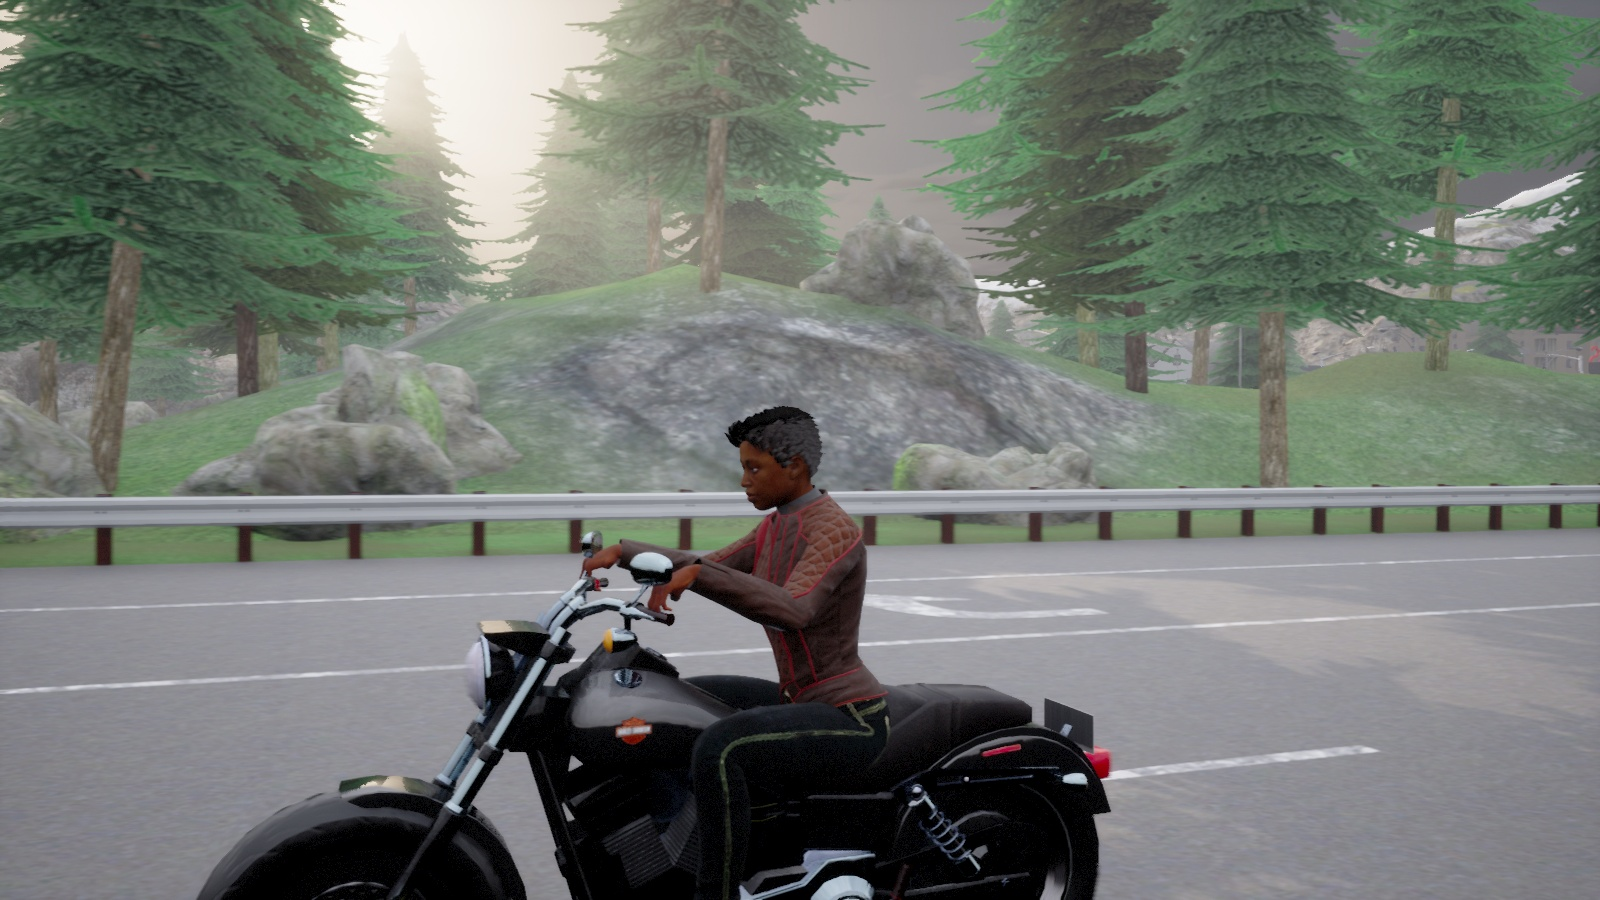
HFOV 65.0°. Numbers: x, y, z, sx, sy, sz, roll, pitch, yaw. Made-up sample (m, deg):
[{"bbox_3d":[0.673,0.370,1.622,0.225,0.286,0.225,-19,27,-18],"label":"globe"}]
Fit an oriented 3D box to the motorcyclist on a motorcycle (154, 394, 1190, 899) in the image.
[{"bbox_3d":[-0.241,0.700,3.150,2.350,1.649,0.766,-1,1,-21],"label":"motorcyclist on a motorcycle"}]
